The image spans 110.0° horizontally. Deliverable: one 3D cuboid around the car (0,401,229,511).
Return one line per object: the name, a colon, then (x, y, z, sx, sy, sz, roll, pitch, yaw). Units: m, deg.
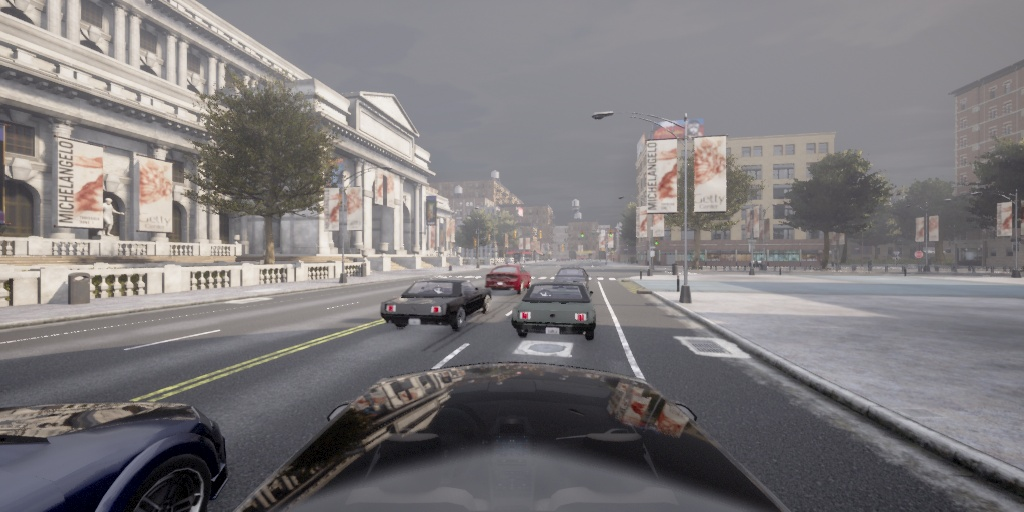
car: (-3.158, 1.314, 1.037, 1.994, 1.385, 4.181, 0, 0, -2)

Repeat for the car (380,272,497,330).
car: (-2.008, 1.351, 11.135, 1.895, 1.301, 4.718, 0, 0, 11)

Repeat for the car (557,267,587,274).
car: (3.280, 1.298, 19.553, 2.033, 1.411, 5.357, 0, 0, 12)

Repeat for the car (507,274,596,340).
car: (1.317, 1.351, 10.025, 1.895, 1.301, 4.718, 0, 0, 11)

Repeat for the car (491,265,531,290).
car: (-0.090, 1.228, 20.477, 1.882, 1.535, 5.008, 0, 0, 12)
